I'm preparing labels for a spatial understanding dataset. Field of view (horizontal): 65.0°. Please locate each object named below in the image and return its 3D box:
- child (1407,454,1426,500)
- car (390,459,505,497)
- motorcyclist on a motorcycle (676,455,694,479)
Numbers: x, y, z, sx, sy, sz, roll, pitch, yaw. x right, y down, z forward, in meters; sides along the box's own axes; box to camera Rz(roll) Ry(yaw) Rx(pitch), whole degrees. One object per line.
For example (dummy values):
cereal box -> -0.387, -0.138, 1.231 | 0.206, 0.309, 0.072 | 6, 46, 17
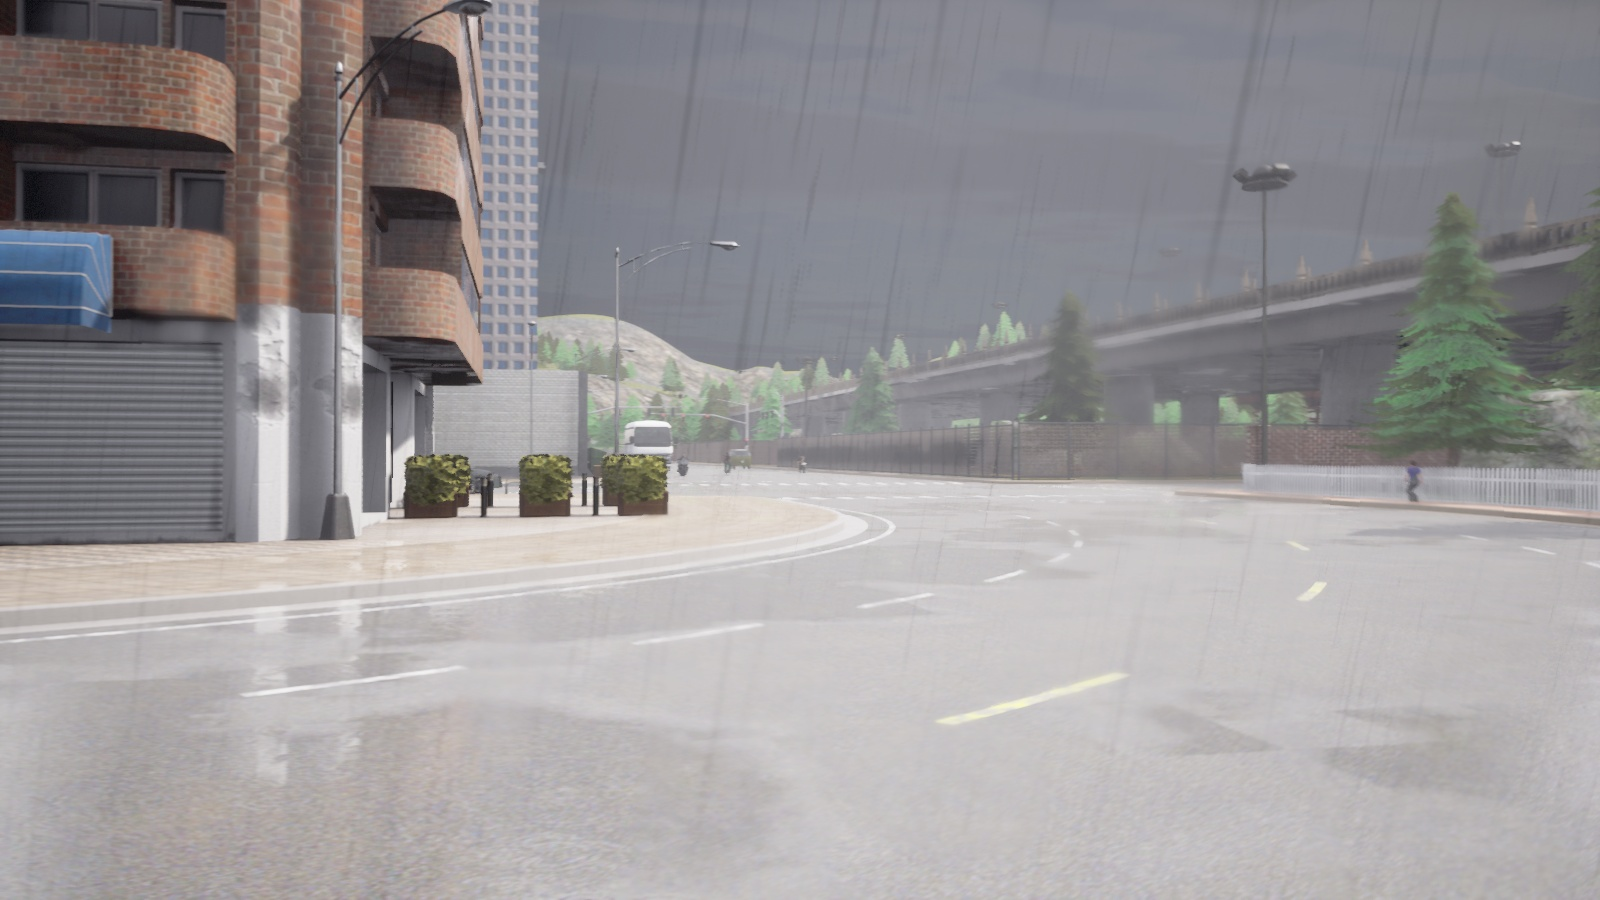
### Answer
child -> 17.266, 0.750, 35.174 | 0.270, 1.263, 0.437 | 0, 0, -12
car -> -13.645, 1.069, 48.872 | 4.181, 1.385, 1.994 | 0, 0, -12
motorcyclist on a motorcycle -> -7.520, 1.079, 82.003 | 0.866, 1.530, 2.191 | 0, 0, -12
